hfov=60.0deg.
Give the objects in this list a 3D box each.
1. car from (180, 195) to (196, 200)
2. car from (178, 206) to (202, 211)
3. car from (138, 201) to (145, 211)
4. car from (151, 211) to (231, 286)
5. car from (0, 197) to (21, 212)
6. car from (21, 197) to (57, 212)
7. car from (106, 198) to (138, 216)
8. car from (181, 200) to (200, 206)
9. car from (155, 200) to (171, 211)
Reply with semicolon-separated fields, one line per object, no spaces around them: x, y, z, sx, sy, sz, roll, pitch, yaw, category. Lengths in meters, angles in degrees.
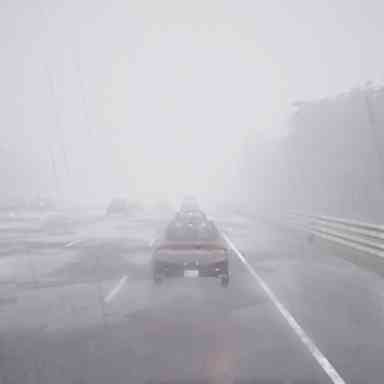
-0.373;1.445;43.494;2.150;2.045;5.566;0;0;-1;car
-0.078;1.673;18.719;1.895;1.301;4.718;0;0;0;car
-7.387;1.788;43.887;1.895;1.301;4.718;0;0;-1;car
-0.018;1.520;9.458;2.128;1.511;4.902;0;0;0;car
-21.440;1.439;39.943;2.097;1.767;4.553;0;0;-2;car
-17.932;1.456;39.680;2.097;1.767;4.553;0;0;-2;car
-7.178;1.474;33.758;2.097;1.767;4.553;0;0;-1;car
-0.166;1.664;26.862;2.033;1.411;5.357;0;0;-1;car
-3.898;1.755;44.271;2.033;1.411;5.357;0;0;-1;car
